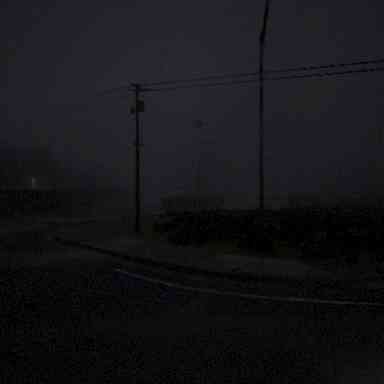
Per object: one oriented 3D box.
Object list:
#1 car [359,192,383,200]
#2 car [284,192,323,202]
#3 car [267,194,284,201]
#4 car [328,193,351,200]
[{"bbox_3d":[29.872,0.873,55.327,3.866,1.878,1.905,0,0,6],"label":"car"},{"bbox_3d":[15.731,0.973,46.408,4.605,1.855,1.932,0,0,6],"label":"car"},{"bbox_3d":[17.634,1.039,68.808,3.905,1.438,1.784,0,0,6],"label":"car"},{"bbox_3d":[30.554,0.980,68.805,4.193,1.474,1.816,0,0,6],"label":"car"}]
